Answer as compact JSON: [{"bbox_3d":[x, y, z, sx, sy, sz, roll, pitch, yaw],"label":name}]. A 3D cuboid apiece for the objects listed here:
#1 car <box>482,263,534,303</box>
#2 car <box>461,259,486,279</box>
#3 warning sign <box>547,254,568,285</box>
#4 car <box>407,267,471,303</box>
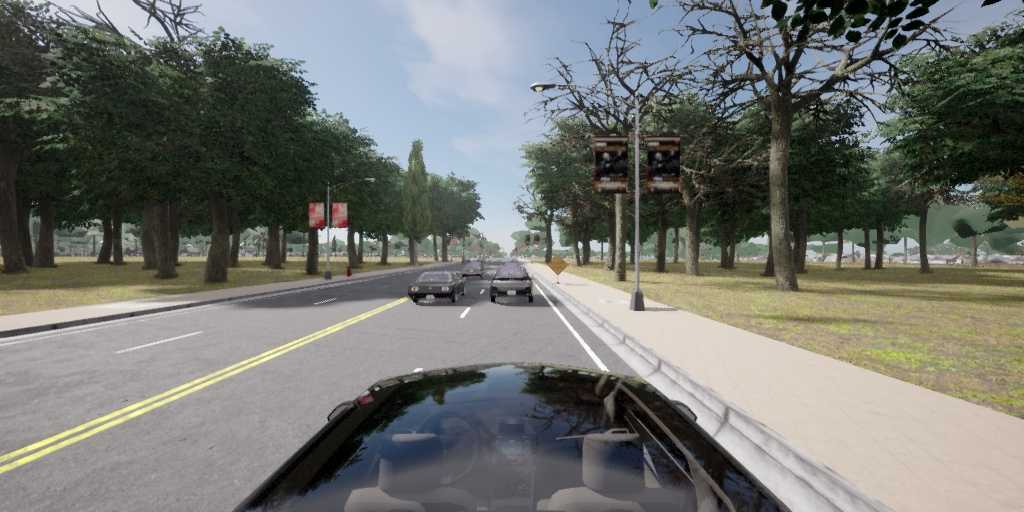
[{"bbox_3d":[-0.011,1.225,16.512,2.128,1.511,4.902,0,0,0],"label":"car"},{"bbox_3d":[-3.295,1.256,31.509,2.033,1.411,5.357,0,0,0],"label":"car"},{"bbox_3d":[2.830,0.833,22.125,1.300,1.860,1.060,0,0,0],"label":"warning sign"},{"bbox_3d":[-3.260,1.346,16.537,1.895,1.301,4.718,0,0,0],"label":"car"}]
